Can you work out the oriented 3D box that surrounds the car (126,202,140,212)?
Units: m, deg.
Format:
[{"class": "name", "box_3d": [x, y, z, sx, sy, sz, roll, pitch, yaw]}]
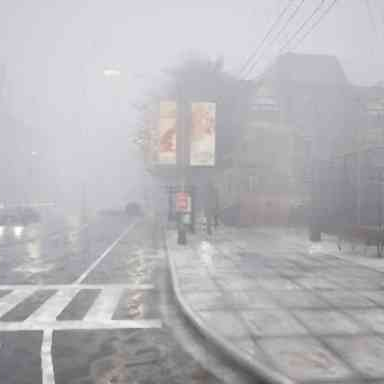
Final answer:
[{"class": "car", "box_3d": [-8.804, 2.241, 49.727, 1.837, 1.490, 4.892, 1, -1, -5]}]

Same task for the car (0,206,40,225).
[{"class": "car", "box_3d": [-13.663, 1.825, 26.459, 1.994, 1.385, 4.181, 1, -1, -6]}]

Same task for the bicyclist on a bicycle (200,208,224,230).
[{"class": "bicyclist on a bicycle", "box_3d": [1.324, 1.710, 22.084, 1.656, 1.620, 0.582, 1, -1, -6]}]
